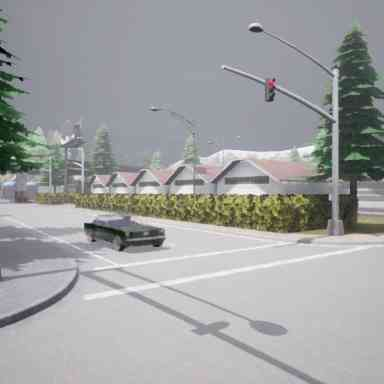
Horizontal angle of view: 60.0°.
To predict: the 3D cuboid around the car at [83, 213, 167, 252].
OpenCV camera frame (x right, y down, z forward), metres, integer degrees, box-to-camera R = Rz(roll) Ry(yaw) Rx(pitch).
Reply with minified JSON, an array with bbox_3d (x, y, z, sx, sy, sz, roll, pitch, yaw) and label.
[{"bbox_3d":[-3.012,1.619,14.227,1.895,1.301,4.718,0,0,-36],"label":"car"}]
